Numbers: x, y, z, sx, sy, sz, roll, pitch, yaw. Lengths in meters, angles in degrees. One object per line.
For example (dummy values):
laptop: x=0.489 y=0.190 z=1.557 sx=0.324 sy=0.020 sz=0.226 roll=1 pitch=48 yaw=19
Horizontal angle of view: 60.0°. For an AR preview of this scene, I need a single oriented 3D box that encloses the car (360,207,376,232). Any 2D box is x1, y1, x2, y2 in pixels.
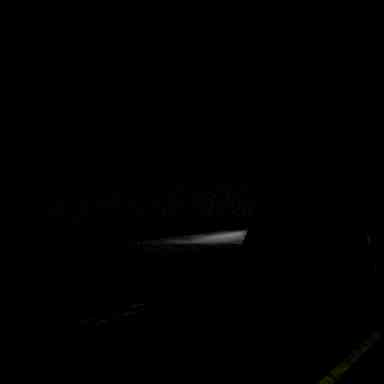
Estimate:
car: x=10.148 y=1.590 z=20.120 sx=4.718 sy=1.301 sz=1.895 roll=0 pitch=0 yaw=-45
